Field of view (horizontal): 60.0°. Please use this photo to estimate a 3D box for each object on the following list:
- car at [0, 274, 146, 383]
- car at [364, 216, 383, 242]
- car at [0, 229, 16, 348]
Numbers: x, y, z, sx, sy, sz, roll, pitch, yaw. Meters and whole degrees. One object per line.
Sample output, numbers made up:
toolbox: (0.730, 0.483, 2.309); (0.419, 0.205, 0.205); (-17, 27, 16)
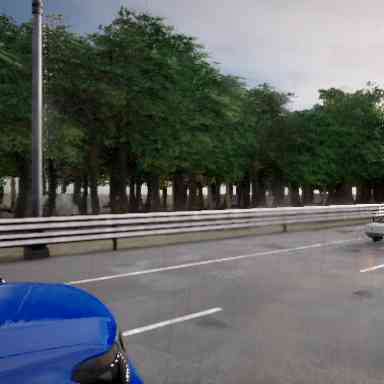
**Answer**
car: (-2.984, 1.220, 1.617); (5.566, 2.045, 2.150); (0, 0, -36)
car: (9.918, 1.623, 15.120); (4.718, 1.301, 1.895); (0, 0, -35)
car: (-5.200, 1.490, 4.336); (4.902, 1.511, 2.128); (0, 0, -36)
